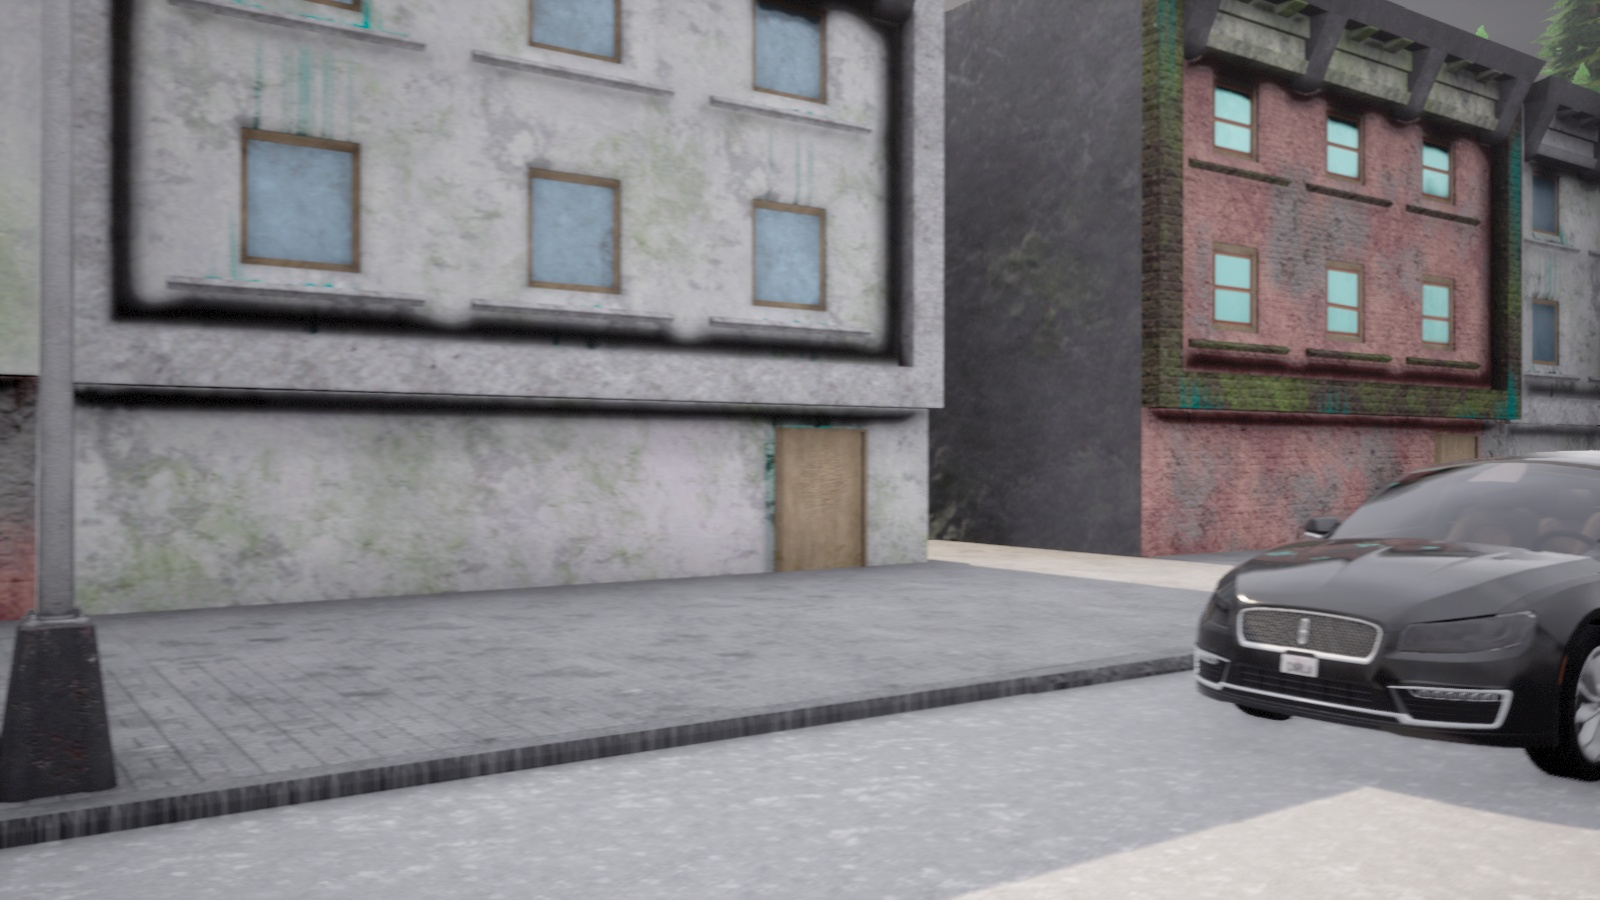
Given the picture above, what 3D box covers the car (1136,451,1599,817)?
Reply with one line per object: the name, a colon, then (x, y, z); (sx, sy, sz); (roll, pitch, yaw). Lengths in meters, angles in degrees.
car: (4.301, 0.759, 7.271); (4.892, 1.490, 1.837); (0, 0, -35)
